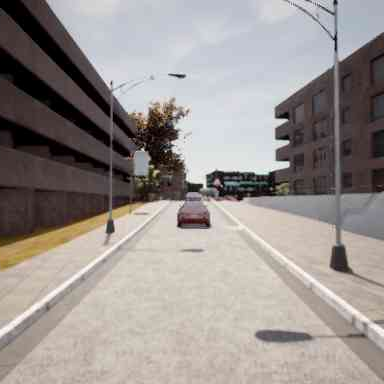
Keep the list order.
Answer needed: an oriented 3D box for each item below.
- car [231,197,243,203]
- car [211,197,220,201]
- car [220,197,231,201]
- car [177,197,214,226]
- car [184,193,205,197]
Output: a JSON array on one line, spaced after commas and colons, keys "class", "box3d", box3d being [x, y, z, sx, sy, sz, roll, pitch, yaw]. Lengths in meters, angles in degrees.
[{"class": "car", "box3d": [10.823, 2.493, 93.903, 2.435, 2.045, 5.566, 7, -4, -30]}, {"class": "car", "box3d": [4.853, 2.075, 92.844, 2.185, 1.767, 4.553, 4, -4, -31]}, {"class": "car", "box3d": [7.826, 2.326, 93.344, 2.185, 1.767, 4.553, 6, -4, -31]}, {"class": "car", "box3d": [0.100, 1.267, 20.989, 1.994, 1.385, 4.181, 0, 2, 0]}, {"class": "car", "box3d": [0.107, 0.768, 38.745, 2.033, 1.411, 5.357, 0, 1, 0]}]
